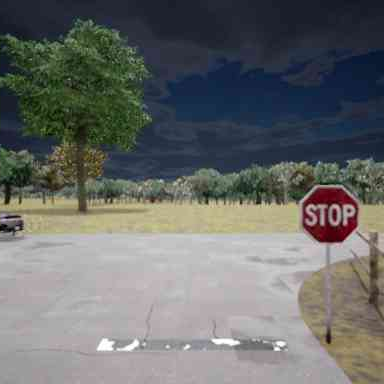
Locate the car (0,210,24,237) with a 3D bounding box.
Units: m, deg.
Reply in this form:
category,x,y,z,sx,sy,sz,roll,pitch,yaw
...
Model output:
category,x,y,z,sx,sy,sz,roll,pitch,yaw
car,-10.852,1.544,16.395,4.902,1.511,2.128,0,-2,8
